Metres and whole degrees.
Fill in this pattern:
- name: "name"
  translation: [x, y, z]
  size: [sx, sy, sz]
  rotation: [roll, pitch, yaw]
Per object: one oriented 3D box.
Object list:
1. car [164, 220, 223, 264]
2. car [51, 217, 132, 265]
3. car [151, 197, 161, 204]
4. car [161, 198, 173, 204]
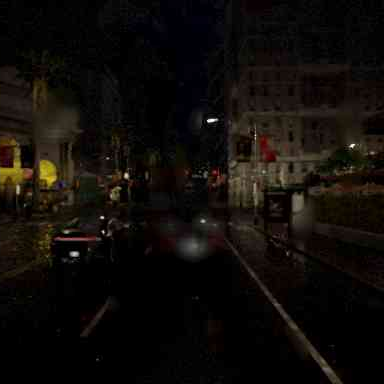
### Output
- name: "car"
  translation: [0.054, 1.721, 12.449]
  size: [1.994, 1.385, 4.181]
  rotation: [0, -1, 0]
- name: "car"
  translation: [-3.448, 1.646, 12.240]
  size: [2.128, 1.511, 4.902]
  rotation: [0, -1, 1]
- name: "car"
  translation: [-10.014, 2.408, 95.043]
  size: [2.150, 2.045, 5.566]
  rotation: [0, -1, 7]
- name: "car"
  translation: [-6.676, 2.718, 93.587]
  size: [1.994, 1.385, 4.181]
  rotation: [0, -1, 7]
